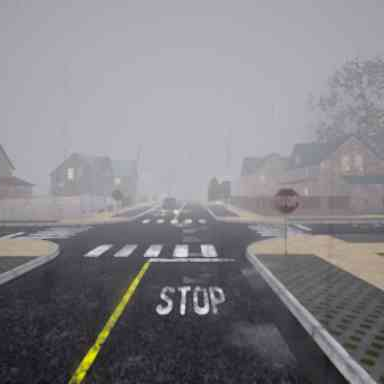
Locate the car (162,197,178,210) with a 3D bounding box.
[{"bbox_3d":[-2.731,1.398,41.950,1.882,1.535,5.008,0,1,0],"label":"car"}]
